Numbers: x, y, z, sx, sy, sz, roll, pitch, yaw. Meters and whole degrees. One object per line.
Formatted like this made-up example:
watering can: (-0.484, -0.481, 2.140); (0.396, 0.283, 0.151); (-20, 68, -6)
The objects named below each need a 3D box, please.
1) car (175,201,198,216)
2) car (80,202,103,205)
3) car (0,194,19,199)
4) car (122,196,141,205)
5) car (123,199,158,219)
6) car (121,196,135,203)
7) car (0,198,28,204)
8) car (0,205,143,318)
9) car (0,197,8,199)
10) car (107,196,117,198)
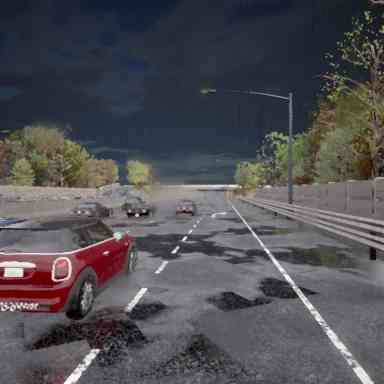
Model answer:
car: (-0.484, 1.549, 33.029); (2.033, 1.411, 5.357); (0, 0, 5)
car: (-8.059, 1.547, 26.907); (2.033, 1.411, 5.357); (0, 0, 5)
car: (-24.311, 1.358, 43.805); (2.097, 1.767, 4.553); (0, 0, 6)
car: (-6.878, 1.357, 40.046); (2.097, 1.767, 4.553); (0, 0, 5)
car: (-4.307, 1.601, 29.552); (1.895, 1.301, 4.718); (0, 0, 5)
car: (-14.418, 1.612, 74.583); (1.994, 1.385, 4.181); (0, 0, 5)
car: (-18.132, 1.603, 34.364); (1.895, 1.301, 4.718); (0, 0, 5)
car: (-2.762, 1.351, 7.629); (2.097, 1.767, 4.553); (0, 0, 5)
car: (-21.639, 1.527, 34.304); (1.812, 1.442, 4.674); (0, 0, 5)
car: (-17.942, 1.598, 74.481); (2.033, 1.411, 5.357); (0, 0, 5)
